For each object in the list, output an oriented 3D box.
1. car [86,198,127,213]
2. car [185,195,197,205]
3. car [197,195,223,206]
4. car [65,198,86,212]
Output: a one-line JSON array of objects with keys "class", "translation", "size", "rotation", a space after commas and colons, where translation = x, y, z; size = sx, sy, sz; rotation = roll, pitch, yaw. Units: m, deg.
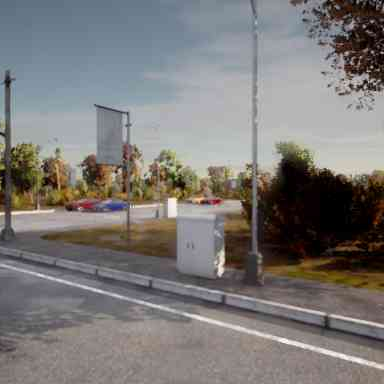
[{"class": "car", "translation": [-8.930, 1.491, 36.556], "size": [1.812, 1.442, 4.674], "rotation": [0, 0, 32]}, {"class": "car", "translation": [0.776, 1.310, 58.260], "size": [2.097, 1.767, 4.553], "rotation": [0, 0, 33]}, {"class": "car", "translation": [3.355, 1.441, 55.805], "size": [1.882, 1.535, 5.008], "rotation": [0, 0, 33]}, {"class": "car", "translation": [-12.081, 1.438, 38.123], "size": [1.882, 1.535, 5.008], "rotation": [0, 0, 32]}]
